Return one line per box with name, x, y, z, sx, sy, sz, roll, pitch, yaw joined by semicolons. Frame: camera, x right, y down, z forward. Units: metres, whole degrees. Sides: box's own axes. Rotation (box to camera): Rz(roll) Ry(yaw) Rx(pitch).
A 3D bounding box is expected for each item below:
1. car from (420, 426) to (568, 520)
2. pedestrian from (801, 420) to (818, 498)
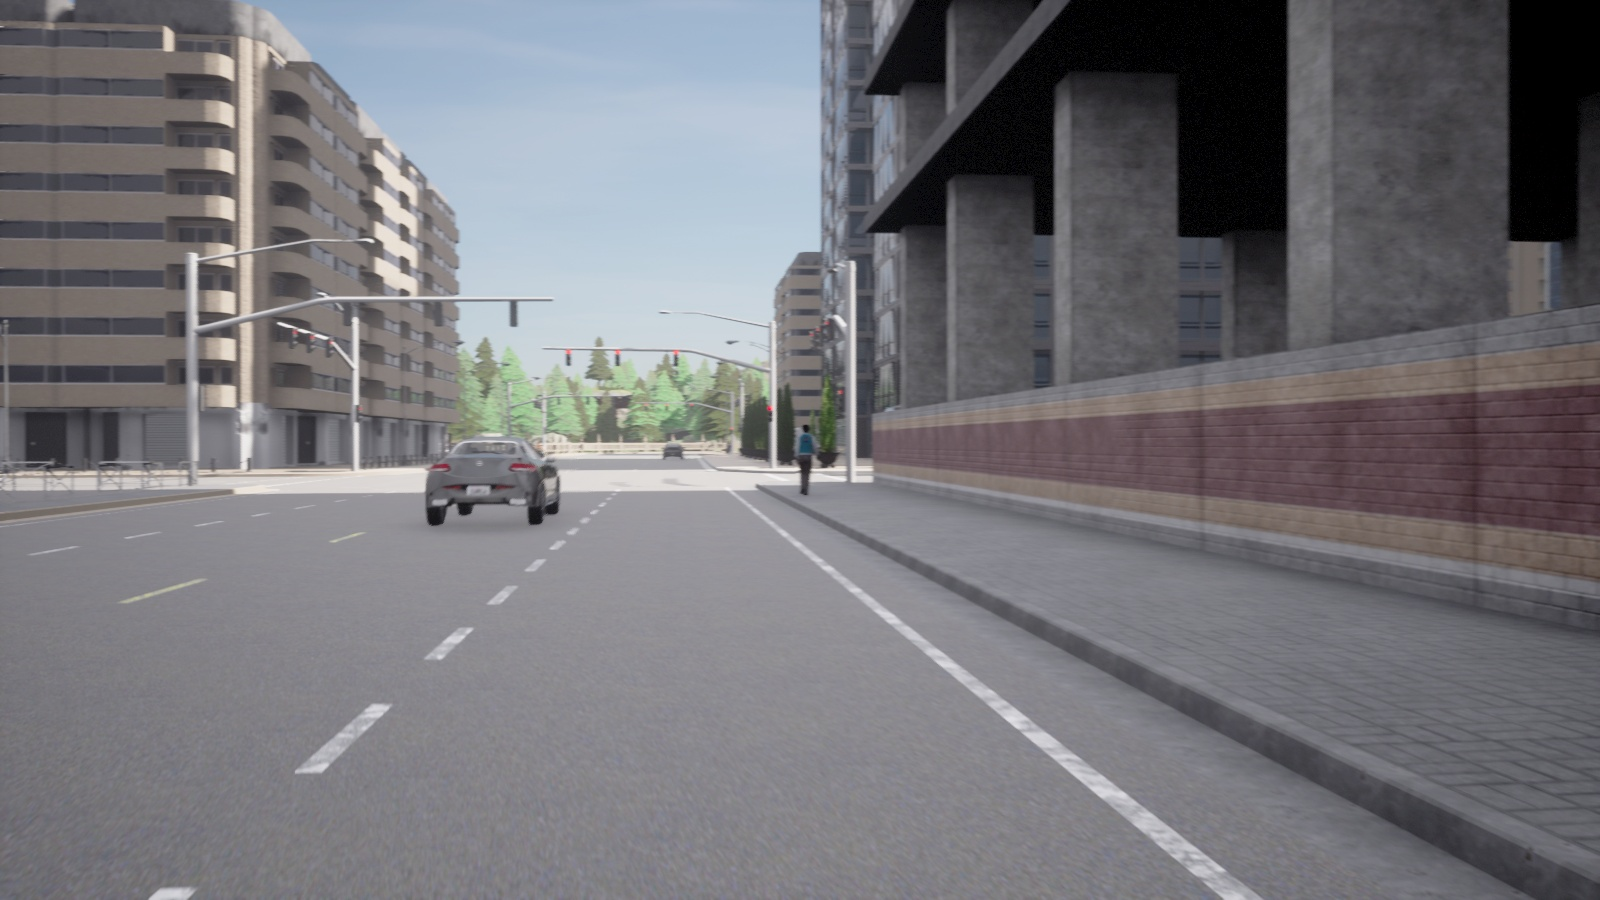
car;-5.892;0.391;24.825;2.152;1.651;5.027;0;0;-6
pedestrian;0.244;0.221;31.591;0.396;1.930;0.692;0;0;3
